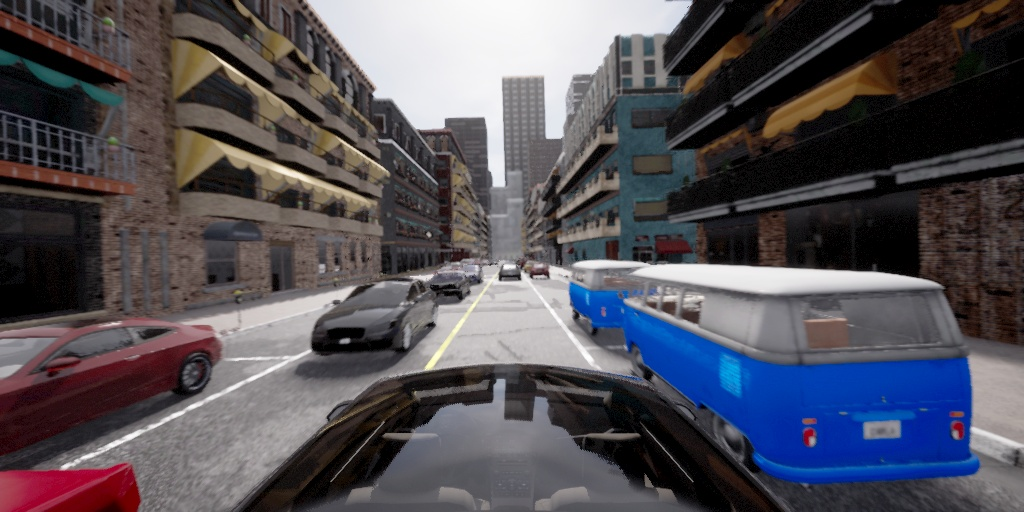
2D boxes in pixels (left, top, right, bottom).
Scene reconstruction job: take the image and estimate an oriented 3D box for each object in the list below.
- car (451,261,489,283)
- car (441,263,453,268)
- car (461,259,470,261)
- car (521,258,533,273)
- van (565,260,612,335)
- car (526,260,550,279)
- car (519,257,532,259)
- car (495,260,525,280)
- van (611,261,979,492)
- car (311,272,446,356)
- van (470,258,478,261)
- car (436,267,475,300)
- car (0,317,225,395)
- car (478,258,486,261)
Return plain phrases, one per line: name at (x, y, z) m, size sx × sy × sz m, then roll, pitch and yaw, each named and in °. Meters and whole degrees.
car at (-3.280, 1.427, 29.227) m, size 2.033 × 1.411 × 5.357 m, roll -2°, pitch 0°, yaw 0°
car at (-5.885, 1.542, 32.405) m, size 1.802 × 1.307 × 4.207 m, roll 0°, pitch 0°, yaw 0°
car at (-5.929, 1.408, 38.006) m, size 1.967 × 1.591 × 4.097 m, roll 0°, pitch 0°, yaw 0°
car at (2.369, 1.259, 43.816) m, size 1.751 × 1.417 × 4.829 m, roll 0°, pitch 0°, yaw 0°
van at (2.638, 1.024, 10.034) m, size 1.690 × 1.789 × 3.998 m, roll 0°, pitch 0°, yaw 0°
car at (2.460, 1.299, 32.442) m, size 1.802 × 1.307 × 4.207 m, roll 0°, pitch 0°, yaw 0°
car at (2.281, 1.065, 54.850) m, size 2.192 × 1.841 × 5.009 m, roll 0°, pitch 0°, yaw 0°
car at (-0.185, 1.357, 31.795) m, size 1.994 × 1.385 × 4.181 m, roll -2°, pitch 0°, yaw 0°
van at (2.682, 1.016, 4.432) m, size 1.690 × 1.789 × 3.998 m, roll 0°, pitch 0°, yaw 0°
car at (-3.163, 1.356, 9.177) m, size 1.837 × 1.490 × 4.892 m, roll -2°, pitch 0°, yaw 0°
van at (-6.018, 1.326, 49.210) m, size 1.690 × 1.789 × 3.998 m, roll 0°, pitch 0°, yaw 0°
car at (-3.230, 1.466, 18.560) m, size 1.895 × 1.301 × 4.718 m, roll -2°, pitch 0°, yaw 0°
car at (-5.662, 1.501, 4.394) m, size 1.802 × 1.307 × 4.207 m, roll 0°, pitch 0°, yaw 0°
car at (-6.130, 1.318, 60.413) m, size 2.192 × 1.841 × 5.009 m, roll 0°, pitch 0°, yaw 0°
